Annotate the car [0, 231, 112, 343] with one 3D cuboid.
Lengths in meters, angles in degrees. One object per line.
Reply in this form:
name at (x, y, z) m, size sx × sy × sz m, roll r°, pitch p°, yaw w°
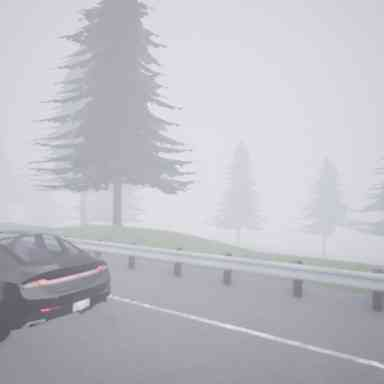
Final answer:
car at (-3.700, 1.521, 6.426) m, size 4.902 × 1.511 × 2.128 m, roll 0°, pitch 0°, yaw 34°
